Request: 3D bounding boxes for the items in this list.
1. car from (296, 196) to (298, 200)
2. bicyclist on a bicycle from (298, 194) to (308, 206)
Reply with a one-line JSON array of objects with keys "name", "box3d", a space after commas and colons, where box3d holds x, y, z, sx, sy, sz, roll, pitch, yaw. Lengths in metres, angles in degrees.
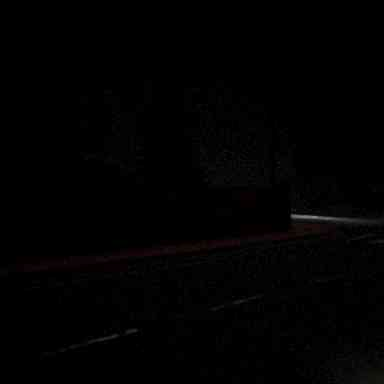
[{"name": "car", "box3d": [25.708, 1.135, 76.110, 4.718, 1.301, 1.895, 0, 0, -35]}, {"name": "bicyclist on a bicycle", "box3d": [14.107, 1.022, 42.210, 1.656, 1.620, 0.582, -1, 0, -25]}]
